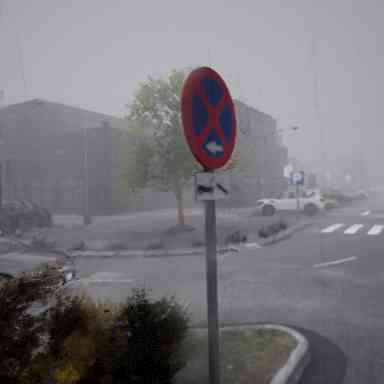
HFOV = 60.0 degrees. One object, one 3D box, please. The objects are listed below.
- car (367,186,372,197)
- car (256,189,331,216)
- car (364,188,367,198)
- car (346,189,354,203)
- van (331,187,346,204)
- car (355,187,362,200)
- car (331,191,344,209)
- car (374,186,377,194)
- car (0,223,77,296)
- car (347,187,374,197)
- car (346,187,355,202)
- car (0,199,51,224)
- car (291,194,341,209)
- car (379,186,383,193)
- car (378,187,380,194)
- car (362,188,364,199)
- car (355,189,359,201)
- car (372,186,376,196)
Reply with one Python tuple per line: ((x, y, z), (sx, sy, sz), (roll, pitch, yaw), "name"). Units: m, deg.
((26.165, 0.195, 55.362), (5.566, 2.045, 2.435), (-2, 0, 13), "car")
((8.116, 0.886, 27.657), (5.566, 2.045, 2.435), (-2, 0, 13), "car")
((24.536, 0.536, 52.851), (4.792, 1.488, 2.163), (-2, 0, 13), "car")
((16.318, 0.819, 40.263), (5.008, 1.535, 2.097), (-2, 0, 13), "car")
((14.555, 0.661, 37.772), (4.442, 1.987, 1.878), (-2, 0, 13), "van")
((21.253, 0.504, 47.808), (4.553, 1.767, 2.185), (-2, 0, 13), "car")
((11.595, 1.000, 32.668), (5.366, 1.575, 1.946), (-2, 0, 13), "car")
((31.080, 0.021, 62.920), (5.566, 2.045, 2.435), (-2, -1, 13), "car")
((-5.152, 1.660, 7.506), (4.902, 1.511, 2.128), (-1, 1, 4), "car")
((34.309, 0.036, 67.948), (4.553, 1.767, 2.185), (-2, 0, 13), "car")
((17.916, 0.631, 42.802), (4.553, 1.767, 2.185), (-2, 0, 13), "car")
((-11.456, 1.450, 21.295), (2.435, 2.045, 5.566), (-1, 0, 12), "car")
((13.043, 0.986, 35.235), (4.674, 1.452, 2.002), (-2, 0, 13), "car")
((44.140, -0.157, 83.042), (4.892, 1.521, 2.231), (-2, 0, 13), "car")
((37.648, 0.080, 72.962), (4.792, 1.488, 2.163), (-2, 0, 13), "car")
((22.891, 0.442, 50.322), (4.553, 1.767, 2.185), (-2, 0, 13), "car")
((19.588, 0.733, 45.306), (4.674, 1.452, 2.002), (-2, 0, 13), "car")
((29.608, 0.320, 60.355), (5.366, 1.575, 1.946), (-2, 0, 13), "car")
